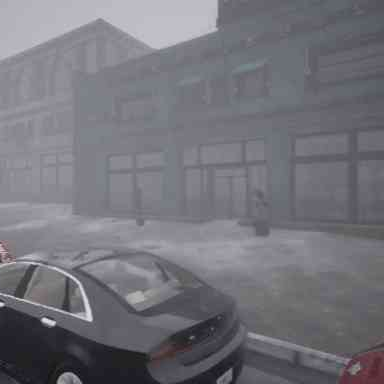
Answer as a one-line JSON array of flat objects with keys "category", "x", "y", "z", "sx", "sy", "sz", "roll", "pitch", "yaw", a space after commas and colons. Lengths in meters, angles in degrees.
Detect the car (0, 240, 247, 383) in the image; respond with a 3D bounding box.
[{"category": "car", "x": -1.667, "y": 1.483, "z": 4.509, "sx": 4.892, "sy": 1.521, "sz": 2.231, "roll": 0, "pitch": 0, "yaw": 36}]
